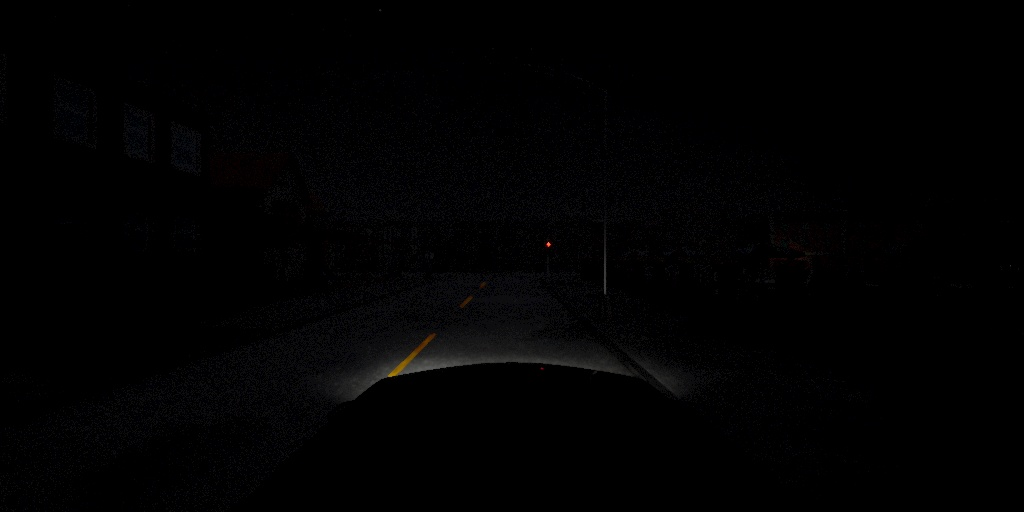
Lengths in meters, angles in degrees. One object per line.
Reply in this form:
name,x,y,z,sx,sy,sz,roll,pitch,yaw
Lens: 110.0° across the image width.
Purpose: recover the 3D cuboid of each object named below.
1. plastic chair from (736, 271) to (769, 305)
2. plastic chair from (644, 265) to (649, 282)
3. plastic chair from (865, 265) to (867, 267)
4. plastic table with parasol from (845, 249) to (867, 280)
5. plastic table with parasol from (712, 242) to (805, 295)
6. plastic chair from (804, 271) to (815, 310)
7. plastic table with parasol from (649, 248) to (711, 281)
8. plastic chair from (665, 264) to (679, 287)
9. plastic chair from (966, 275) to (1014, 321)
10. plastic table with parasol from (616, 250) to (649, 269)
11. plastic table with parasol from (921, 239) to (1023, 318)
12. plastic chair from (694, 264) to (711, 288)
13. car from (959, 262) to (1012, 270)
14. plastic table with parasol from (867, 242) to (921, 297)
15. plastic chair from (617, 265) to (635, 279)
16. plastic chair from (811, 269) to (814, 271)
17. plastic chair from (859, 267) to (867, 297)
plastic chair,8.999,1.314,13.488,0.730,1.272,0.750,0,0,-35
plastic chair,10.416,1.337,27.061,0.750,1.272,0.730,0,0,-40
plastic chair,27.250,1.266,27.157,0.730,1.272,0.750,0,0,-32
plastic table with parasol,28.263,0.629,28.103,2.482,2.480,2.482,0,0,-38
plastic table with parasol,9.972,0.682,14.388,2.482,2.480,2.482,0,0,-40
plastic chair,10.705,1.308,13.391,0.750,1.272,0.730,0,0,-40
plastic table with parasol,10.683,0.703,22.830,2.482,2.480,2.482,0,0,-40
plastic chair,9.710,1.307,21.928,0.730,1.272,0.750,0,0,-35
plastic chair,14.318,1.304,10.747,0.730,1.272,0.750,0,0,-35
plastic table with parasol,9.683,0.734,28.060,2.482,2.480,2.482,0,0,-40
plastic table with parasol,15.292,0.693,11.649,2.482,2.480,2.482,0,0,-40
plastic chair,11.416,1.300,21.831,0.750,1.272,0.730,0,0,-40
car,47.754,1.244,37.214,2.128,1.511,4.902,0,0,-32
plastic table with parasol,17.938,0.619,16.069,2.482,2.480,2.482,0,0,-39
plastic chair,8.710,1.338,27.158,0.730,1.272,0.750,0,0,-35
plastic chair,15.426,1.292,18.881,0.750,1.272,0.730,0,0,-40
plastic chair,17.189,1.293,17.077,0.750,1.272,0.730,0,0,-41
